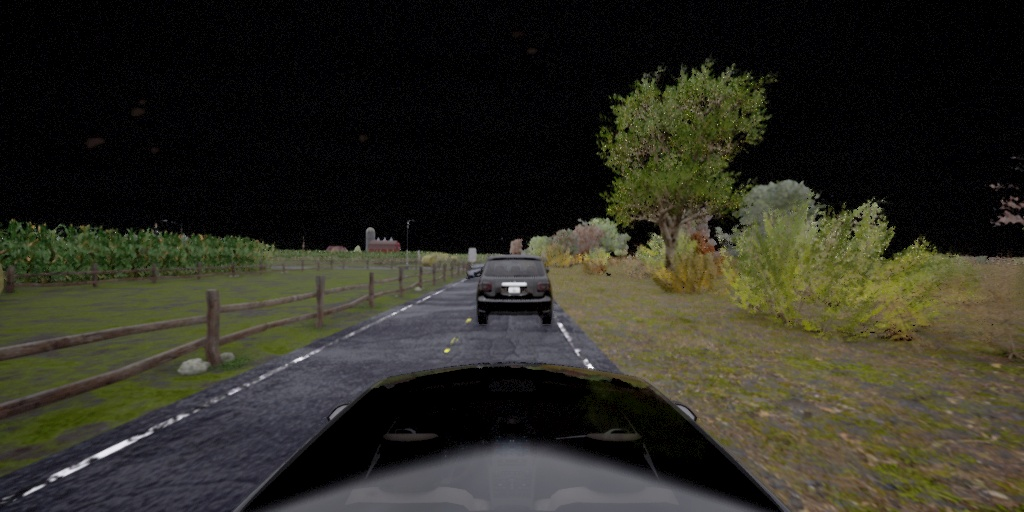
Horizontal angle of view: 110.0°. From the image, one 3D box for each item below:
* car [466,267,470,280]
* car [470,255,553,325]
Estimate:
[{"bbox_3d":[-2.747,1.351,31.186,1.994,1.385,4.181,0,0,0],"label":"car"},{"bbox_3d":[0.097,0.980,11.988,2.150,2.045,5.566,0,0,1],"label":"car"}]
